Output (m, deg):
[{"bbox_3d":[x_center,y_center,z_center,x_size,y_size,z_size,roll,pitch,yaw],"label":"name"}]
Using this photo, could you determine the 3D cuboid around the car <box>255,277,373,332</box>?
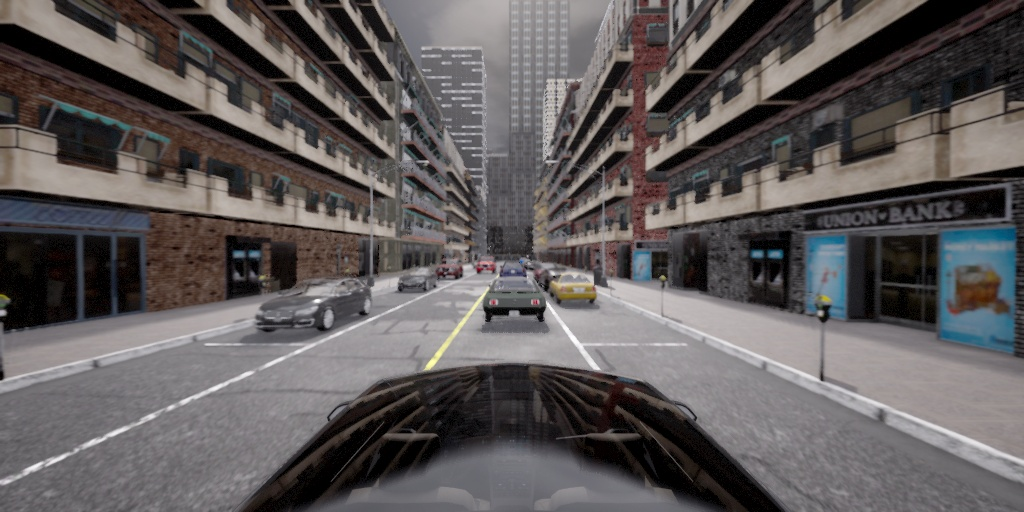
[{"bbox_3d":[-5.692,1.327,10.893,2.007,1.370,4.403,0,0,0],"label":"car"}]

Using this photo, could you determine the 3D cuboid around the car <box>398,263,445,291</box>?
[{"bbox_3d":[-5.692,1.359,22.097,2.007,1.370,4.403,0,0,0],"label":"car"}]

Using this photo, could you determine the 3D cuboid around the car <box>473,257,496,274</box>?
[{"bbox_3d":[-3.092,1.094,43.689,2.150,2.045,5.566,0,0,0],"label":"car"}]

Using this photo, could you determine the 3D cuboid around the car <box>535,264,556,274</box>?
[{"bbox_3d":[2.688,1.375,22.068,1.948,1.339,4.313,0,0,0],"label":"car"}]

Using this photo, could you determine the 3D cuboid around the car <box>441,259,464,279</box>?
[{"bbox_3d":[-5.693,1.157,33.301,2.192,1.841,5.009,0,0,0],"label":"car"}]

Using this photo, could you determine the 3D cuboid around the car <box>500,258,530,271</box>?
[{"bbox_3d":[0.084,1.182,28.930,2.097,1.767,4.553,0,0,0],"label":"car"}]

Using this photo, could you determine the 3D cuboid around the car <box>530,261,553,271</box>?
[{"bbox_3d":[2.688,1.266,27.670,1.967,1.591,4.097,0,0,0],"label":"car"}]

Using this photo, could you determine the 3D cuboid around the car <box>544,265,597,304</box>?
[{"bbox_3d":[2.688,1.318,16.636,1.751,1.417,4.829,0,0,0],"label":"car"}]

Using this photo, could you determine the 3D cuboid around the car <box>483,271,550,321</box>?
[{"bbox_3d":[0.082,1.383,12.625,1.895,1.301,4.718,0,0,0],"label":"car"}]
